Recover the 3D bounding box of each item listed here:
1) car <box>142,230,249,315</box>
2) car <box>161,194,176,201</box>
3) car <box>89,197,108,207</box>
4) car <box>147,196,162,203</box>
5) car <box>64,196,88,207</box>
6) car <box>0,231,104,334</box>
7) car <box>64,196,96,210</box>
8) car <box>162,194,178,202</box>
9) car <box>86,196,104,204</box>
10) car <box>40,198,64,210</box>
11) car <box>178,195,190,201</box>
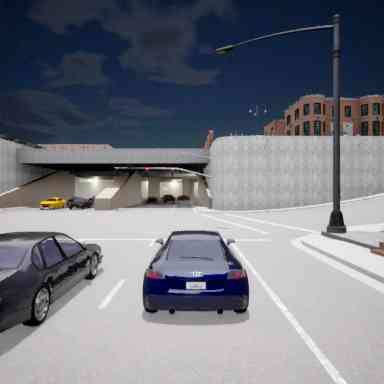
[{"bbox_3d":[0.075,1.564,7.676,1.994,1.385,4.181,0,0,0],"label":"car"},{"bbox_3d":[-5.951,1.355,84.943,2.097,1.767,4.553,0,0,24],"label":"car"},{"bbox_3d":[-15.039,1.525,53.757,1.812,1.442,4.674,0,0,-1],"label":"car"},{"bbox_3d":[-8.262,1.545,70.314,2.033,1.411,5.357,0,0,2],"label":"car"},{"bbox_3d":[-18.531,1.491,53.369,2.128,1.511,4.902,0,0,-1],"label":"car"},{"bbox_3d":[-3.426,1.547,6.977,2.033,1.411,5.357,0,0,0],"label":"car"},{"bbox_3d":[-14.809,1.547,44.306,2.033,1.411,5.357,0,0,-1],"label":"car"},{"bbox_3d":[-4.866,1.355,73.522,2.097,1.767,4.553,0,0,2],"label":"car"},{"bbox_3d":[-18.744,1.492,64.276,2.128,1.511,4.902,0,0,-1],"label":"car"},{"bbox_3d":[-18.297,1.477,43.904,1.882,1.535,5.008,0,0,-1],"label":"car"},{"bbox_3d":[-2.145,1.524,84.982,1.812,1.442,4.674,0,0,28],"label":"car"}]
